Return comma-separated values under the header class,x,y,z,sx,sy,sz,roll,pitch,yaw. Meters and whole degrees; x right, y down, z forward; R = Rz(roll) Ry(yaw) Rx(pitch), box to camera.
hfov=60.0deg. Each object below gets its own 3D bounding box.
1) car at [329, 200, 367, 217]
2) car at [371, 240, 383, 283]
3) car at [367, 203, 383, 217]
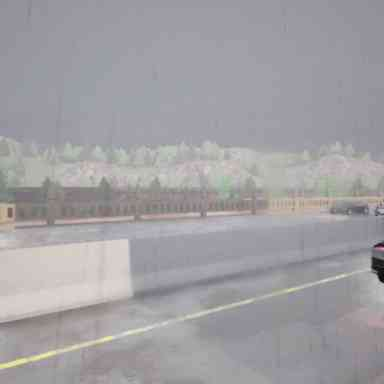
class,x,y,z,sx,sy,sz,roll,pitch,yaw
car,15.180,1.510,32.005,4.892,1.490,1.837,0,0,-35
car,6.370,1.493,8.289,4.902,1.511,2.128,0,0,-35
car,18.271,1.496,29.909,4.902,1.511,2.128,0,0,-35
